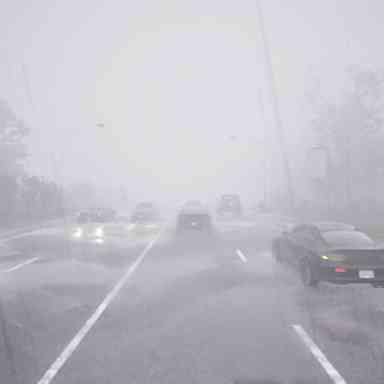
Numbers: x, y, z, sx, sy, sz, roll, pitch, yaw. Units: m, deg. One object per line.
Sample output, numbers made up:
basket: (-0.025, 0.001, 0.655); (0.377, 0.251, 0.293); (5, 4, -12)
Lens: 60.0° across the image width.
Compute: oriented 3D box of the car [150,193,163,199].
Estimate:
car: (-7.027, 1.231, 65.566); (2.150, 2.045, 5.566); (0, 0, 0)

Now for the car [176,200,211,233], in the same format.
car: (0.101, 1.481, 19.640); (1.882, 1.535, 5.008); (0, 0, 0)

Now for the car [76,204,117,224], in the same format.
car: (-7.096, 1.606, 25.033); (1.895, 1.301, 4.718); (0, 0, 0)

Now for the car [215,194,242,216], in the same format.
car: (3.604, 1.227, 33.161); (2.150, 2.045, 5.566); (0, 0, 0)

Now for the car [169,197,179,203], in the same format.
car: (-3.535, 1.587, 66.241); (1.994, 1.385, 4.181); (0, 0, 0)

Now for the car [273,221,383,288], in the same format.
car: (3.600, 1.527, 9.160); (1.812, 1.442, 4.674); (0, 0, 0)

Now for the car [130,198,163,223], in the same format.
car: (-3.594, 1.509, 25.881); (1.837, 1.490, 4.892); (0, 0, 0)
